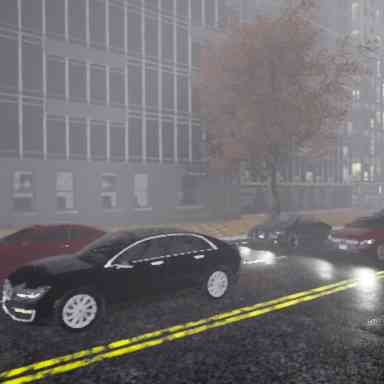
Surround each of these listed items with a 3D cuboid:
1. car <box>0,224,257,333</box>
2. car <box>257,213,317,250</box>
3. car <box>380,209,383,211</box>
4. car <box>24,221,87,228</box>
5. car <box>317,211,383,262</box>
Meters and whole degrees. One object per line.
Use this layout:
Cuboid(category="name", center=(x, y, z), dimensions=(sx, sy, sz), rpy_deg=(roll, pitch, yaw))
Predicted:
Cuboid(category="car", center=(-1.098, 1.525, 6.896), dimensions=(4.892, 1.490, 1.837), rpy_deg=(1, 0, -35))
Cuboid(category="car", center=(4.475, 1.664, 14.860), dimensions=(4.181, 1.385, 1.994), rpy_deg=(1, 0, -36))
Cuboid(category="car", center=(12.674, 1.669, 20.652), dimensions=(5.008, 1.535, 1.882), rpy_deg=(1, 0, -35))
Cuboid(category="car", center=(-3.925, 1.531, 8.871), dimensions=(4.674, 1.442, 1.812), rpy_deg=(1, 0, -36))
Cuboid(category="car", center=(7.070, 1.637, 12.710), dimensions=(4.674, 1.442, 1.812), rpy_deg=(1, 0, -35))
